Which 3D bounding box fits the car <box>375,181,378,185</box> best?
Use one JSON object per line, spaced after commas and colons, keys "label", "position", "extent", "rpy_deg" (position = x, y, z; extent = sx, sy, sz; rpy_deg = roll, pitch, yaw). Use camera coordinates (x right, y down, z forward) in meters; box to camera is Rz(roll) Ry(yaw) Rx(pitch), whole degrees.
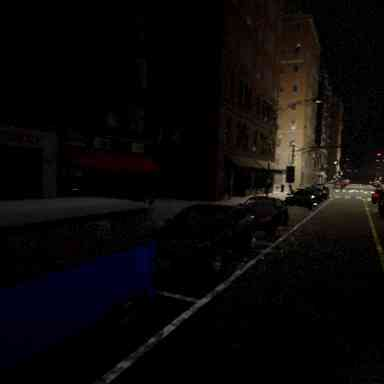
{"label": "car", "position": [41.701, -1.146, 72.371], "extent": [2.008, 1.369, 4.403], "rpy_deg": [4, 4, 26]}

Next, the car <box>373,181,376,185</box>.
{"label": "car", "position": [46.540, -1.623, 82.036], "extent": [1.967, 1.590, 4.097], "rpy_deg": [4, 4, 26]}

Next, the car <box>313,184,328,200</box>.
{"label": "car", "position": [10.239, 0.229, 28.390], "extent": [1.802, 1.307, 4.206], "rpy_deg": [4, 4, 26]}

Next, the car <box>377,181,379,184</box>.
{"label": "car", "position": [39.360, -0.991, 67.687], "extent": [1.752, 1.417, 4.829], "rpy_deg": [4, 4, 26]}

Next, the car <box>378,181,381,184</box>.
{"label": "car", "position": [36.870, -0.882, 62.695], "extent": [1.967, 1.590, 4.097], "rpy_deg": [4, 4, 26]}

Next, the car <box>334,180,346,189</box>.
{"label": "car", "position": [29.246, -1.291, 66.489], "extent": [1.802, 1.307, 4.206], "rpy_deg": [4, 4, 26]}

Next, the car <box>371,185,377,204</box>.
{"label": "car", "position": [17.830, 0.376, 30.837], "extent": [1.994, 1.385, 4.181], "rpy_deg": [4, 4, 27]}

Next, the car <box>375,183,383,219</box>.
{"label": "car", "position": [12.348, 0.618, 19.760], "extent": [2.097, 1.767, 4.553], "rpy_deg": [4, 4, 27]}

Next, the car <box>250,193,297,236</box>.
{"label": "car", "position": [2.888, 0.833, 13.626], "extent": [1.802, 1.307, 4.206], "rpy_deg": [4, 4, 26]}

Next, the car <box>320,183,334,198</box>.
{"label": "car", "position": [12.695, -0.113, 33.303], "extent": [1.967, 1.590, 4.097], "rpy_deg": [4, 4, 26]}

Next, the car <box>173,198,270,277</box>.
{"label": "car", "position": [0.438, 1.019, 8.703], "extent": [1.947, 1.339, 4.313], "rpy_deg": [4, 4, 26]}

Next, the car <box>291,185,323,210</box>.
{"label": "car", "position": [7.789, 0.414, 23.467], "extent": [1.947, 1.339, 4.313], "rpy_deg": [4, 4, 26]}

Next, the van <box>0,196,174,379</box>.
{"label": "van", "position": [-2.004, 0.997, 3.768], "extent": [1.690, 1.788, 3.998], "rpy_deg": [4, 4, 26]}

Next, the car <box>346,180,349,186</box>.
{"label": "car", "position": [34.082, -1.696, 76.156], "extent": [2.008, 1.369, 4.403], "rpy_deg": [4, 4, 26]}
